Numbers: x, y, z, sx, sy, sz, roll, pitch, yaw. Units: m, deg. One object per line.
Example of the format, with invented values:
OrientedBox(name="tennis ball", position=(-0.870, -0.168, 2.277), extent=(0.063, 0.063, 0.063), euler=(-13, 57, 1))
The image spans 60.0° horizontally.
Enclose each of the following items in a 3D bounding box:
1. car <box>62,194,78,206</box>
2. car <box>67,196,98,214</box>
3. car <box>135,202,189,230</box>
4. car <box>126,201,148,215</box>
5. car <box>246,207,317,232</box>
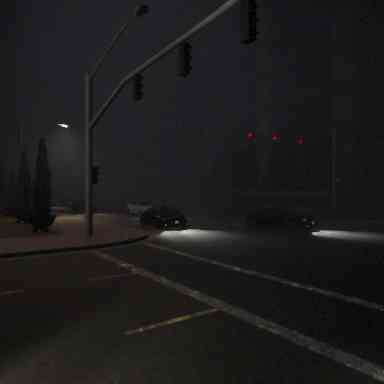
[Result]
OrientedBox(name="car", position=(-19.221, 1.282, 53.243), extent=(2.150, 2.045, 5.566), euler=(0, 0, -34))
OrientedBox(name="car", position=(-11.902, 1.563, 36.548), extent=(1.837, 1.490, 4.892), euler=(0, 0, -35))
OrientedBox(name="car", position=(-1.871, 1.622, 21.627), extent=(1.994, 1.385, 4.181), euler=(0, 0, -29))
OrientedBox(name="car", position=(-4.888, 1.584, 32.654), extent=(1.812, 1.442, 4.674), euler=(0, 0, -35))
OrientedBox(name="car", position=(5.389, 1.605, 20.316), extent=(4.181, 1.385, 1.994), euler=(-1, -1, 41))
